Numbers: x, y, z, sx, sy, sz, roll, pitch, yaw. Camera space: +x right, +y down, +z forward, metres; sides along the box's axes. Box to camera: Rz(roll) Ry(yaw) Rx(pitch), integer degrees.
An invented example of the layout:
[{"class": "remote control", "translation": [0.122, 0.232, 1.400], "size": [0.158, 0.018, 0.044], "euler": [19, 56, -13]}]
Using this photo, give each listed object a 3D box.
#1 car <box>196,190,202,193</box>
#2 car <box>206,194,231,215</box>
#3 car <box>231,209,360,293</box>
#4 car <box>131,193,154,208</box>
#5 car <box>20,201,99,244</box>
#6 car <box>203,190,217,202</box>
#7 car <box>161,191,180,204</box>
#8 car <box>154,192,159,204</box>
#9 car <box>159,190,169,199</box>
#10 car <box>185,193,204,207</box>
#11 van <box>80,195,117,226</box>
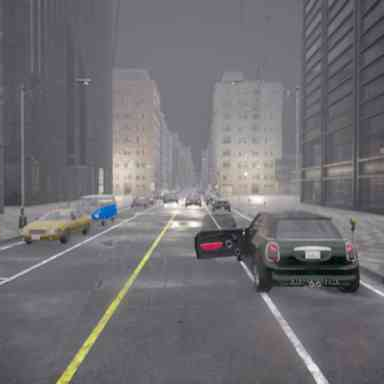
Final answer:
[{"class": "car", "translation": [0.110, 0.890, 49.185], "size": [2.033, 1.411, 5.357], "euler": [0, 1, 0]}, {"class": "car", "translation": [2.738, 1.139, 31.865], "size": [2.008, 1.369, 4.403], "euler": [0, 1, 0]}, {"class": "car", "translation": [2.408, 1.244, 8.742], "size": [2.097, 1.767, 4.553], "euler": [0, 1, 0]}, {"class": "car", "translation": [-5.775, 1.091, 37.546], "size": [1.802, 1.307, 4.206], "euler": [0, 1, 0]}, {"class": "car", "translation": [-5.827, 1.340, 14.816], "size": [1.752, 1.417, 4.829], "euler": [0, 1, 0]}, {"class": "car", "translation": [2.763, 0.869, 43.141], "size": [1.967, 1.590, 4.097], "euler": [0, 1, 0]}, {"class": "car", "translation": [-2.896, 0.949, 46.985], "size": [1.994, 1.385, 4.181], "euler": [0, 1, 0]}, {"class": "car", "translation": [-5.763, 0.868, 43.185], "size": [1.967, 1.590, 4.097], "euler": [0, 1, 0]}, {"class": "car", "translation": [-5.725, 0.751, 60.104], "size": [1.947, 1.339, 4.313], "euler": [0, 1, 0]}, {"class": "car", "translation": [0.167, 1.089, 38.989], "size": [1.895, 1.301, 4.718], "euler": [0, 1, 0]}, {"class": "van", "translation": [-5.814, 1.082, 20.625], "size": [1.690, 1.788, 3.998], "euler": [0, 1, 0]}]
